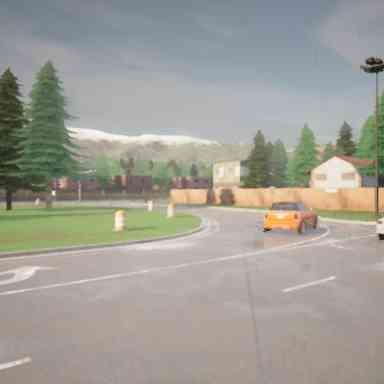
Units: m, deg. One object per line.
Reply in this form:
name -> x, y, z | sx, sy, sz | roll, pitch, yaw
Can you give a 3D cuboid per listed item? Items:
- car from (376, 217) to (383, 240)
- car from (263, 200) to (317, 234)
car -> 10.301, 1.479, 15.406 | 4.674, 1.442, 1.812 | 0, 0, -36
car -> 5.737, 1.310, 19.112 | 2.097, 1.767, 4.553 | 0, 0, 32
